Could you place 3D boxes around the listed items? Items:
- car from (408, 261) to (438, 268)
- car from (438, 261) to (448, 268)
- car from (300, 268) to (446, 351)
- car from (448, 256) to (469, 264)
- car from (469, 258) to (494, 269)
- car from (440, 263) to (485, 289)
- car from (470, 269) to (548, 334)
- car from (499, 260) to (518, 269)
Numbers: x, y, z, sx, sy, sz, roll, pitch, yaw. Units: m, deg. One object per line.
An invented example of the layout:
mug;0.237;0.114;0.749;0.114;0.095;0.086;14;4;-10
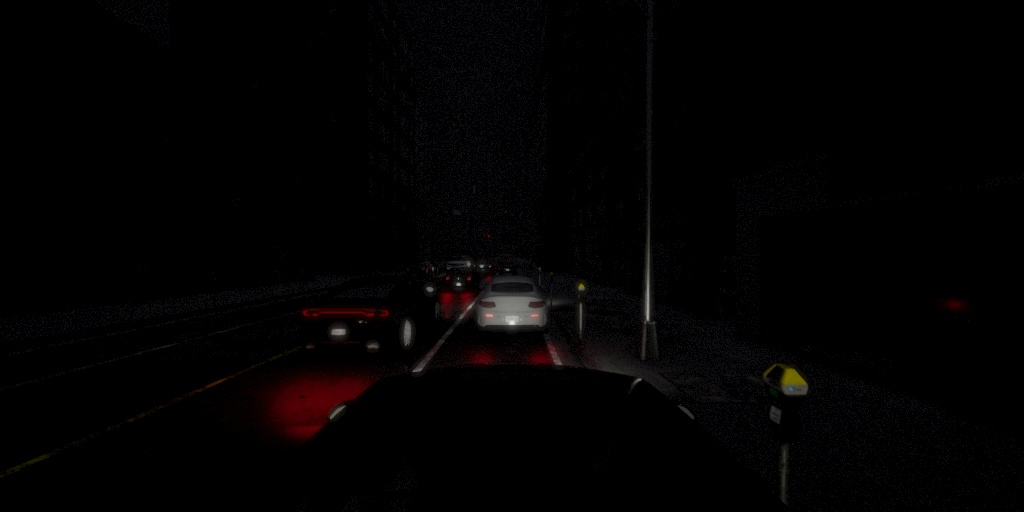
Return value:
car;-8.909;1.189;34.934;1.967;1.591;4.097;0;0;0
car;-8.909;1.316;40.439;1.948;1.339;4.313;0;0;0
car;-3.146;1.226;8.988;1.882;1.535;5.008;0;0;0
car;-6.207;0.975;42.234;2.150;2.045;5.566;0;0;0
car;-3.078;1.102;38.989;2.097;1.767;4.553;0;0;0
car;-3.083;1.348;23.099;1.895;1.301;4.718;0;0;0
car;0.003;1.274;10.501;1.812;1.442;4.674;0;0;0
car;-0.383;1.315;34.934;1.948;1.339;4.313;0;0;0
